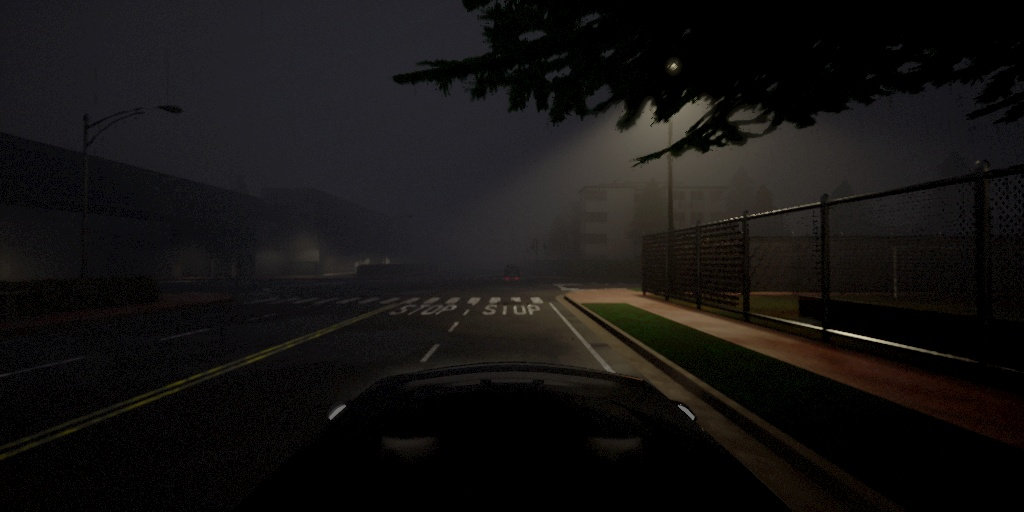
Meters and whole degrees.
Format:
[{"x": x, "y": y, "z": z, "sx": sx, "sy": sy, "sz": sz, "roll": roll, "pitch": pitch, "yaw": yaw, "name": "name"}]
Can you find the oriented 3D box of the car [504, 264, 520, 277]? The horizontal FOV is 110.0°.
[{"x": -0.027, "y": 1.792, "z": 45.190, "sx": 2.128, "sy": 1.511, "sz": 4.902, "roll": 0, "pitch": -1, "yaw": -1, "name": "car"}]
